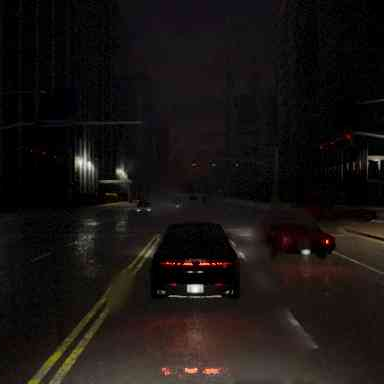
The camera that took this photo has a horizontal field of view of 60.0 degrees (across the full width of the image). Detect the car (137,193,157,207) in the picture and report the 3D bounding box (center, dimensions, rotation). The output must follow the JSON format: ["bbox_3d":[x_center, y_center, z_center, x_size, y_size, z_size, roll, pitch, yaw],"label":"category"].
[{"bbox_3d":[-6.941,1.350,49.933,2.097,1.767,4.553,0,0,0],"label":"car"}]

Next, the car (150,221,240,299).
[{"bbox_3d":[0.084,1.505,8.462,1.837,1.490,4.892,0,0,1],"label":"car"}]

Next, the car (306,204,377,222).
[{"bbox_3d":[11.304,1.600,25.235,4.718,1.301,1.895,0,0,1],"label":"car"}]

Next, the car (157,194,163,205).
[{"bbox_3d":[-6.891,1.503,60.086,1.837,1.490,4.892,0,0,1],"label":"car"}]

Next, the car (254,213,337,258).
[{"bbox_3d":[3.618,1.600,12.720,1.895,1.301,4.718,0,0,0],"label":"car"}]

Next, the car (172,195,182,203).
[{"bbox_3d":[-3.280,1.475,73.317,1.882,1.535,5.008,0,0,0],"label":"car"}]

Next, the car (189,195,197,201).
[{"bbox_3d":[0.241,1.484,79.988,1.837,1.490,4.892,0,0,0],"label":"car"}]

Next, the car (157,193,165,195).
[{"bbox_3d":[-6.788,1.223,70.493,2.150,2.045,5.566,0,0,0],"label":"car"}]

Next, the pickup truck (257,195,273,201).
[{"bbox_3d":[16.849,1.056,75.768,2.390,2.098,6.274,0,0,31],"label":"pickup truck"}]

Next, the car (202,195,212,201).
[{"bbox_3d":[3.742,1.475,80.304,1.882,1.535,5.008,0,0,0],"label":"car"}]

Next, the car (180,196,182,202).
[{"bbox_3d":[-3.363,1.599,63.196,1.895,1.301,4.718,0,0,1],"label":"car"}]

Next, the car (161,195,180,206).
[{"bbox_3d":[-3.419,1.562,53.907,1.994,1.385,4.181,0,0,0],"label":"car"}]

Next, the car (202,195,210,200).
[{"bbox_3d":[3.773,1.549,90.466,1.994,1.385,4.181,0,0,0],"label":"car"}]
